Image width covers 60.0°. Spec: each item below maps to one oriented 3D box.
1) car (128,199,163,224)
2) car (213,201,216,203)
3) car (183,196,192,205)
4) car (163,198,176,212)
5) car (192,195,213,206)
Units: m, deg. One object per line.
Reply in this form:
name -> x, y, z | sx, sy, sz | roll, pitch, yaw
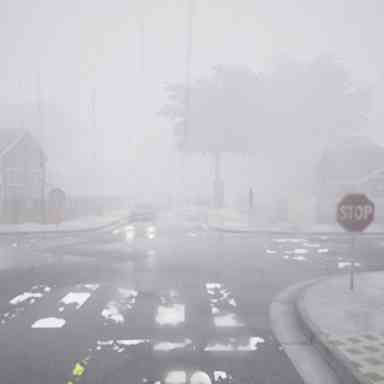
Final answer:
car -> -3.536, 1.503, 24.879 | 1.837, 1.490, 4.892 | 0, 0, 0
car -> 3.747, 1.399, 66.519 | 2.097, 1.767, 4.553 | 1, 0, 13
car -> -0.310, 1.537, 60.242 | 1.837, 1.490, 4.892 | 0, 0, 10
car -> -3.048, 1.489, 38.549 | 1.882, 1.535, 5.008 | 0, 0, 4
car -> 1.891, 1.402, 56.776 | 2.097, 1.767, 4.553 | 0, 0, 10
